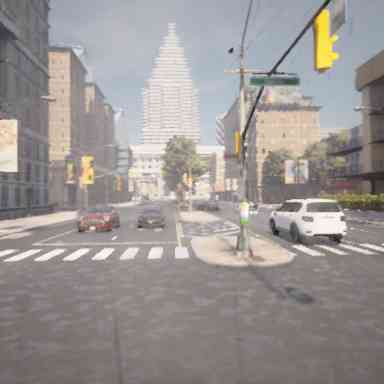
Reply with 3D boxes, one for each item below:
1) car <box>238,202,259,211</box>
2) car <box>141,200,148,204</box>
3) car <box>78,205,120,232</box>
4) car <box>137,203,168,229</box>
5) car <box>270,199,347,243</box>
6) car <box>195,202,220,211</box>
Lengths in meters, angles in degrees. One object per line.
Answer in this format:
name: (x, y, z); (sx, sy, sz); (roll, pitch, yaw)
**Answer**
car: (8.622, 2.147, 50.033); (1.895, 1.301, 4.718); (-1, -1, 29)
car: (-13.434, 2.894, 94.068); (1.895, 1.301, 4.718); (0, -1, -3)
car: (-6.307, 1.701, 22.938); (2.097, 1.767, 4.553); (0, -1, -3)
car: (-2.900, 1.847, 24.912); (1.837, 1.490, 4.892); (-1, -1, -2)
car: (5.775, 1.387, 17.245); (2.150, 2.045, 5.566); (0, -1, -4)
car: (2.333, 2.165, 51.005); (2.033, 1.411, 5.357); (0, -1, -25)
